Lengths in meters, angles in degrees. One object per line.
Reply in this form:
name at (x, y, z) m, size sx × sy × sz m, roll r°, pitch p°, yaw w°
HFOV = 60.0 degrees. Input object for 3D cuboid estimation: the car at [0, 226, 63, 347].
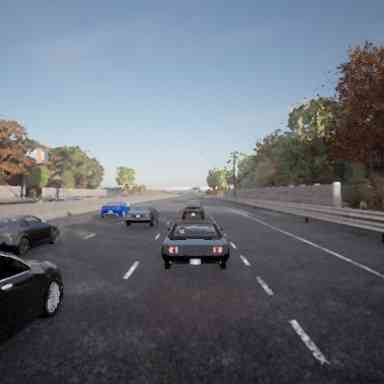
car at (-3.401, 1.511, 4.518) m, size 1.837 × 1.490 × 4.892 m, roll 0°, pitch 0°, yaw 0°

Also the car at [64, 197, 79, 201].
car at (-24.510, 1.661, 68.455) m, size 2.033 × 1.411 × 5.357 m, roll 0°, pitch 0°, yaw 0°

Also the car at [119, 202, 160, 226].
car at (-3.401, 1.586, 23.465) m, size 2.033 × 1.411 × 5.357 m, roll 0°, pitch 0°, yaw 0°

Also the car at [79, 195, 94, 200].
car at (-21.010, 1.477, 68.486) m, size 2.097 × 1.767 × 4.553 m, roll 0°, pitch 0°, yaw 0°

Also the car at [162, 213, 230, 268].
car at (0.097, 1.617, 11.298) m, size 1.895 × 1.301 × 4.718 m, roll 0°, pitch 0°, yaw 0°

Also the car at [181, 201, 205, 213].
car at (0.096, 1.555, 29.080) m, size 1.837 × 1.490 × 4.892 m, roll 0°, pitch 0°, yaw 0°

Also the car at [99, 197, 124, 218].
car at (-6.902, 1.531, 30.600) m, size 1.882 × 1.535 × 5.008 m, roll 0°, pitch 0°, yaw 0°

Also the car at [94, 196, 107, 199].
car at (-17.510, 1.692, 66.282) m, size 1.994 × 1.385 × 4.181 m, roll 0°, pitch 0°, yaw 0°

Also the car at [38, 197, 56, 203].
car at (-28.009, 1.641, 64.353) m, size 2.128 × 1.511 × 4.902 m, roll 0°, pitch 0°, yaw 0°

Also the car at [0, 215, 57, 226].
car at (-6.902, 1.583, 13.199) m, size 1.994 × 1.385 × 4.181 m, roll 0°, pitch 0°, yaw 0°
